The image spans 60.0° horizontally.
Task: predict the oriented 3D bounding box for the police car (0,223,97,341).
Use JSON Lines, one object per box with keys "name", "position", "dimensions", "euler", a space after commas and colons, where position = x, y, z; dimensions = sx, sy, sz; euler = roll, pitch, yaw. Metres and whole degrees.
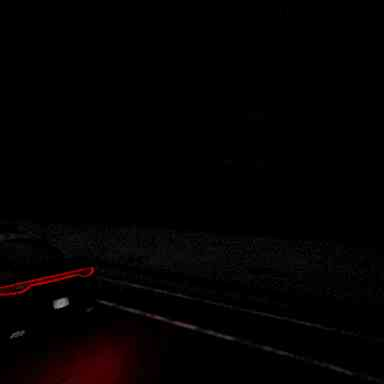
{"name": "police car", "position": [-4.049, 1.461, 6.452], "dimensions": [5.238, 1.638, 1.930], "euler": [0, 0, 36]}
